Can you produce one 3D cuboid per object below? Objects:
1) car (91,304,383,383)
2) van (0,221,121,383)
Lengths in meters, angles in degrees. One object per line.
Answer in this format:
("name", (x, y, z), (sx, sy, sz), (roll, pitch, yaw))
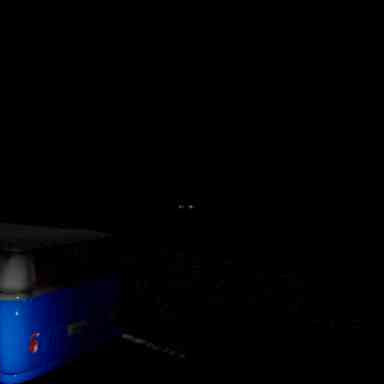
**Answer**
("car", (1.700, 1.542, 1.753), (4.507, 1.381, 1.887), (0, -1, 36))
("van", (-2.856, 1.378, 5.014), (3.998, 1.788, 1.690), (0, -1, 36))
